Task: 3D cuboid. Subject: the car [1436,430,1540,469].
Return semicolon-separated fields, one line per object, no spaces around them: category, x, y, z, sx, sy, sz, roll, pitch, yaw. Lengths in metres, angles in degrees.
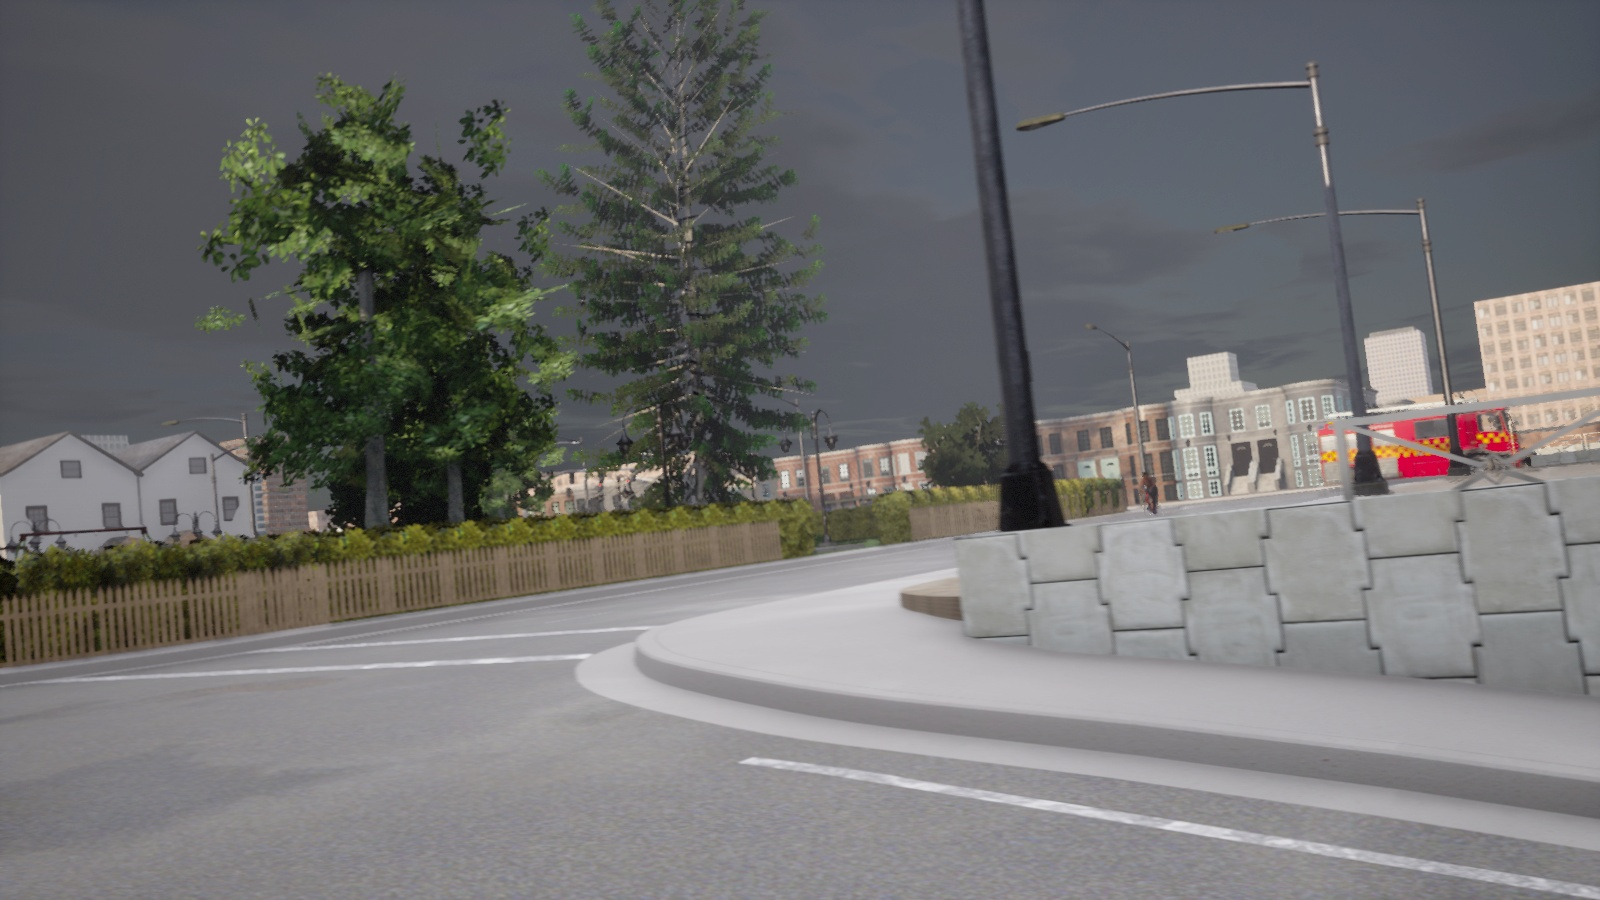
car;33.481;-0.020;61.172;4.193;1.474;1.816;-7;-3;32

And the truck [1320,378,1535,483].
truck;29.614;-0.841;59.468;8.468;3.827;2.891;-8;-3;32

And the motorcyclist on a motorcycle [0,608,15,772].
motorcyclist on a motorcycle;-6.468;1.496;7.982;0.766;1.649;2.350;-7;-2;24

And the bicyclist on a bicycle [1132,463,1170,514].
bicyclist on a bicycle;12.233;1.323;43.686;0.582;1.620;1.656;-9;-4;33
